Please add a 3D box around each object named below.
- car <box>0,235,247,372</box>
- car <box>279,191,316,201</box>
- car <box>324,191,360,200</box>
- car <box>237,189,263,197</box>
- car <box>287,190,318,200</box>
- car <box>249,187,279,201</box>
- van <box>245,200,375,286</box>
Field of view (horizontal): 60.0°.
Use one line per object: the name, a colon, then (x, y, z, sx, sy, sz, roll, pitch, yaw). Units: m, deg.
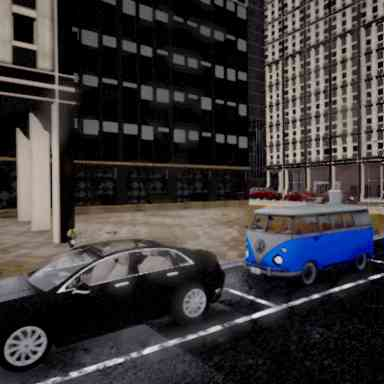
car: (-1.438, 1.527, 5.535, 4.403, 1.369, 2.008, -1, 0, -35)
car: (13.538, 0.668, 42.003, 1.802, 1.307, 4.206, 0, 1, -36)
car: (16.785, 0.634, 37.469, 1.967, 1.590, 4.097, 0, 1, -36)
car: (10.481, 0.171, 60.668, 1.752, 1.417, 4.829, 0, 1, -36)
car: (17.071, 0.445, 51.461, 1.802, 1.307, 4.206, 0, 1, -36)
car: (10.297, 0.294, 46.532, 2.192, 1.841, 5.009, 0, 1, -36)
van: (3.161, 1.247, 8.810, 3.998, 1.788, 1.690, -1, 0, -35)
